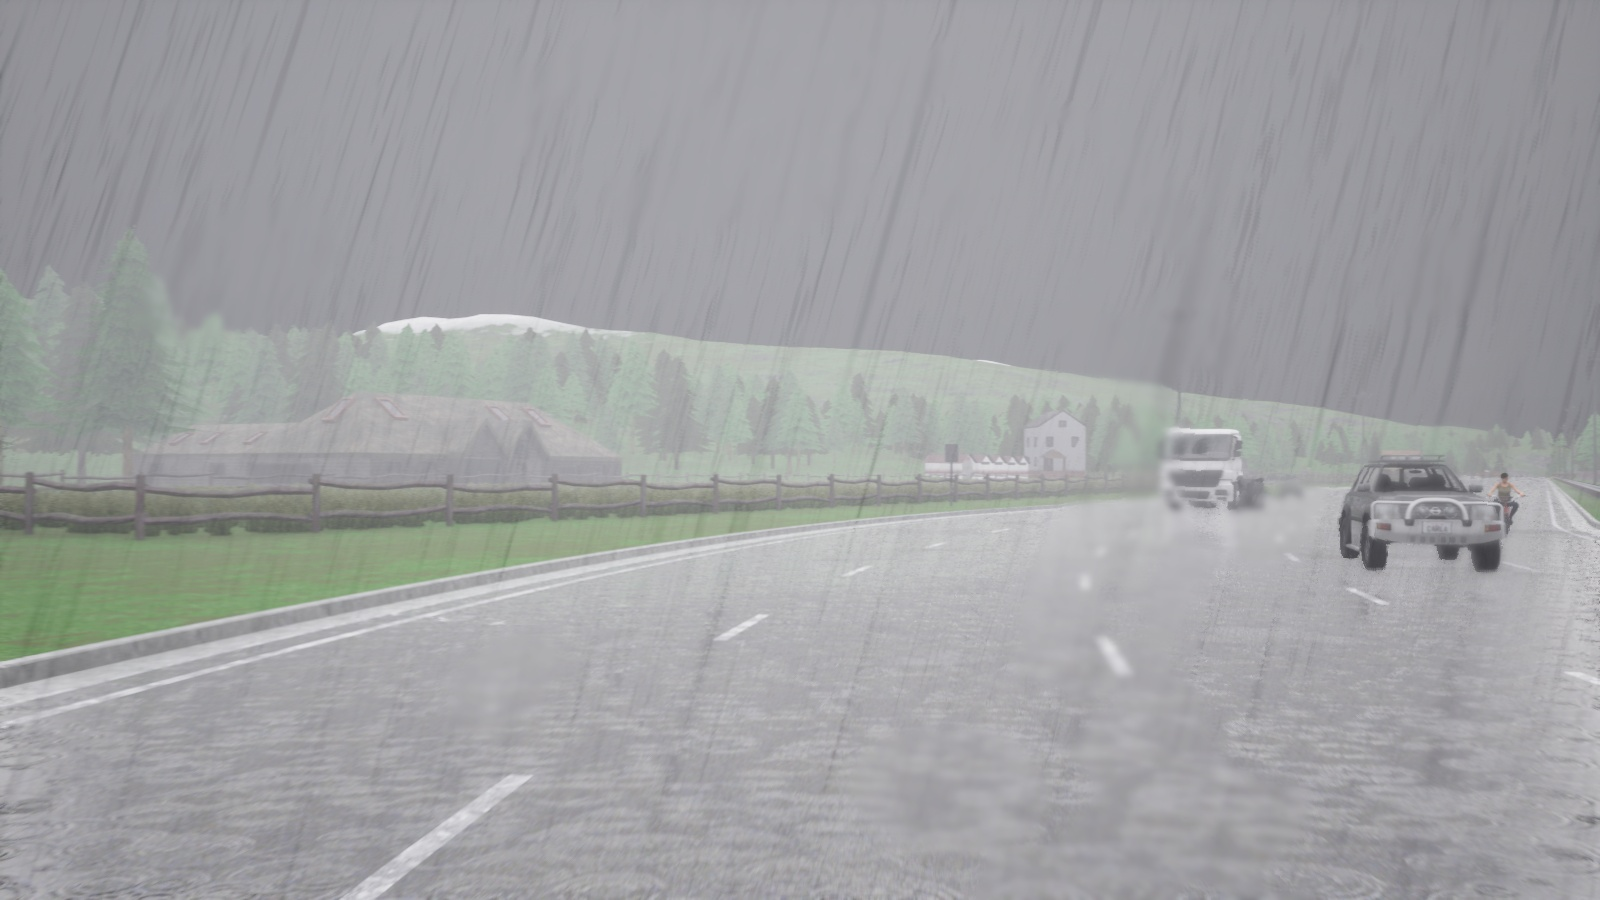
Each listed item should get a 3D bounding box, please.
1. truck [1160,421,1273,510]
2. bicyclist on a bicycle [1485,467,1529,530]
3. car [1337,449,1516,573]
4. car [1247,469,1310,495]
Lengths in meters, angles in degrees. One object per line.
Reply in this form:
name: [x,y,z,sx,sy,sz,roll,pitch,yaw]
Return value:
truck: [17.857,0.675,53.487,2.891,3.462,7.936,-1,-1,31]
bicyclist on a bicycle: [18.438,1.245,32.761,0.866,1.612,1.509,0,-1,25]
car: [10.430,0.956,21.273,1.932,1.855,4.605,-1,-1,17]
car: [29.851,1.983,78.305,2.007,1.525,4.514,-1,-1,44]
